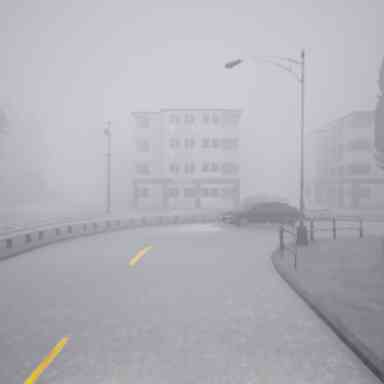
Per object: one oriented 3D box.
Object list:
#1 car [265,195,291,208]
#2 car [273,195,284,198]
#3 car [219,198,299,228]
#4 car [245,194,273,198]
[{"bbox_3d":[11.612,1.212,44.768,2.038,1.542,4.974,1,1,30],"label":"car"},{"bbox_3d":[11.587,1.055,44.721,1.853,1.218,4.536,1,1,30],"label":"car"},{"bbox_3d":[4.040,1.295,20.147,4.892,1.490,1.837,0,-1,-15],"label":"car"},{"bbox_3d":[8.819,0.955,45.133,3.633,1.501,1.845,0,1,12],"label":"car"}]
